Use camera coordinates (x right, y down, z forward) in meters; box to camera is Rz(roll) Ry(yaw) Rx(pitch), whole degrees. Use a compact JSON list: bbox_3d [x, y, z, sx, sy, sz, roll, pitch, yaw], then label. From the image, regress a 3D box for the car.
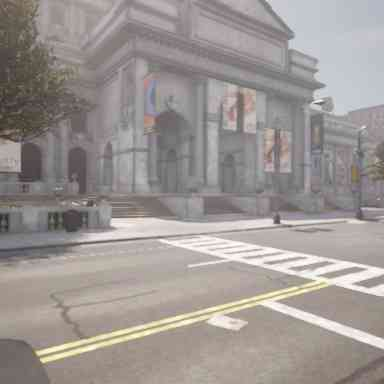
[{"bbox_3d":[-3.360,1.533,1.368,5.357,1.411,2.033,0,0,-35],"label":"car"}]
